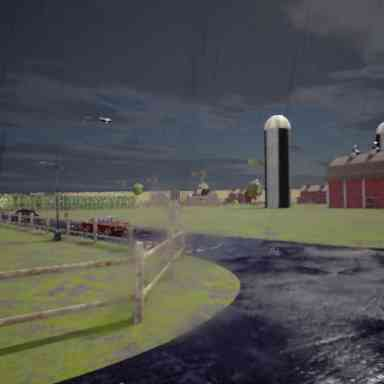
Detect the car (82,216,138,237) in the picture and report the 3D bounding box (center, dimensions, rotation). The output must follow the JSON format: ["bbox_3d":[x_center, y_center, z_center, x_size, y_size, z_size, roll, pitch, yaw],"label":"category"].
[{"bbox_3d":[-5.684,2.301,22.802,1.895,1.301,4.718,0,-1,-42],"label":"car"}]

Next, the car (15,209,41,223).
[{"bbox_3d":[-18.562,2.725,37.511,1.837,1.490,4.892,0,-1,-40],"label":"car"}]
